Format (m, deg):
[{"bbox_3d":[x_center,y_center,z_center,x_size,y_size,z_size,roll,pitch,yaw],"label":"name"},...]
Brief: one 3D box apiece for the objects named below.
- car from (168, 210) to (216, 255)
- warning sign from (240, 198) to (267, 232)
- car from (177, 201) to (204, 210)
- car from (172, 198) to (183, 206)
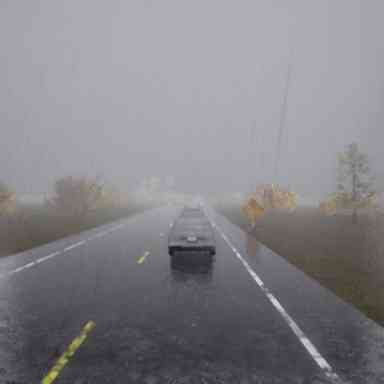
[{"bbox_3d":[0.003,1.687,13.979,2.033,1.411,5.357,0,-1,0],"label":"car"},{"bbox_3d":[3.543,1.308,19.272,1.300,1.860,1.060,-1,-2,0],"label":"warning sign"},{"bbox_3d":[0.053,1.786,29.275,2.128,1.511,4.902,0,0,0],"label":"car"},{"bbox_3d":[-3.078,2.075,71.096,2.097,1.767,4.553,0,-1,1],"label":"car"}]
